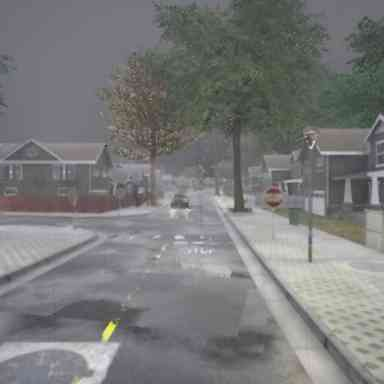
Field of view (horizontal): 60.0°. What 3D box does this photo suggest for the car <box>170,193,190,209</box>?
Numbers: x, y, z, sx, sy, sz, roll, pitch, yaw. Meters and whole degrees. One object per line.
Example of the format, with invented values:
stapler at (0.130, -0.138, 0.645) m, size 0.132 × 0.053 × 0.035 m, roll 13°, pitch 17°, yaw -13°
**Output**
car at (-1.360, 0.967, 39.342) m, size 2.097 × 1.767 × 4.553 m, roll 0°, pitch 0°, yaw 2°
